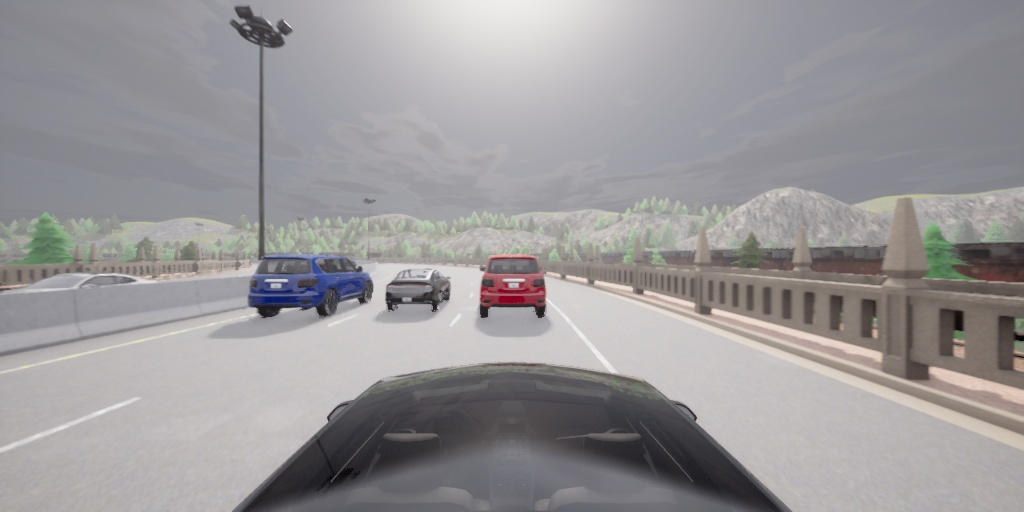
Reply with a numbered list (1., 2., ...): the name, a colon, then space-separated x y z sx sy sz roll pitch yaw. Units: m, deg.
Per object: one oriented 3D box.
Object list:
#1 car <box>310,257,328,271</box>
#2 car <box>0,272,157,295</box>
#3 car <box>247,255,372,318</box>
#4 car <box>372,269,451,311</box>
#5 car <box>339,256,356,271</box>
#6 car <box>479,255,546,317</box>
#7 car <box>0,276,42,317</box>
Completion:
1. car: -27.507 1.105 51.336 2.097 1.767 4.553 0 0 -26
2. car: -14.228 1.276 11.798 1.812 1.442 4.674 0 0 -2
3. car: -7.029 0.972 13.222 2.150 2.045 5.566 0 0 -2
4. car: -3.590 1.242 14.372 2.128 1.511 4.902 0 0 -2
5. car: -23.907 0.974 52.011 2.150 2.045 5.566 0 0 -25
6. car: -0.042 0.972 13.403 2.150 2.045 5.566 0 0 -2
7. car: -17.675 1.351 10.419 1.895 1.301 4.718 0 0 -1
